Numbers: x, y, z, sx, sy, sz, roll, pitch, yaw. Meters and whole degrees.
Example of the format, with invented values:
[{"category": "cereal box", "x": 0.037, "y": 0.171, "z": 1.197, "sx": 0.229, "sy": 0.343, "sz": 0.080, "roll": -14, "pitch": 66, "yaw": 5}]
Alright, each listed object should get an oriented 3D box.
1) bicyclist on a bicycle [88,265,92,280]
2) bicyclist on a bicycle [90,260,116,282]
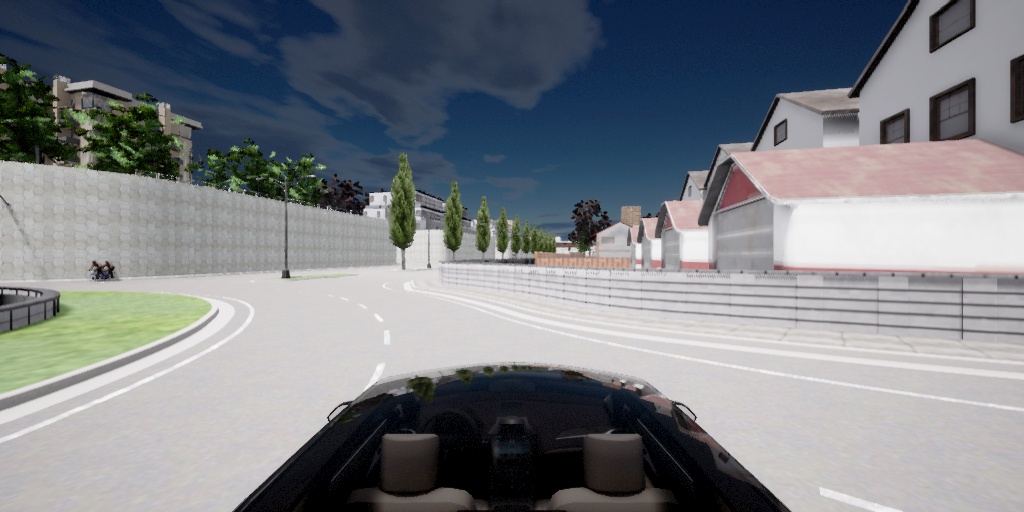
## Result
[{"category": "bicyclist on a bicycle", "x": -31.454, "y": 1.125, "z": 27.180, "sx": 0.582, "sy": 1.620, "sz": 1.656, "roll": 0, "pitch": 10, "yaw": -18}, {"category": "bicyclist on a bicycle", "x": -30.885, "y": 1.153, "z": 27.392, "sx": 0.582, "sy": 1.620, "sz": 1.656, "roll": 9, "pitch": 3, "yaw": -16}]
